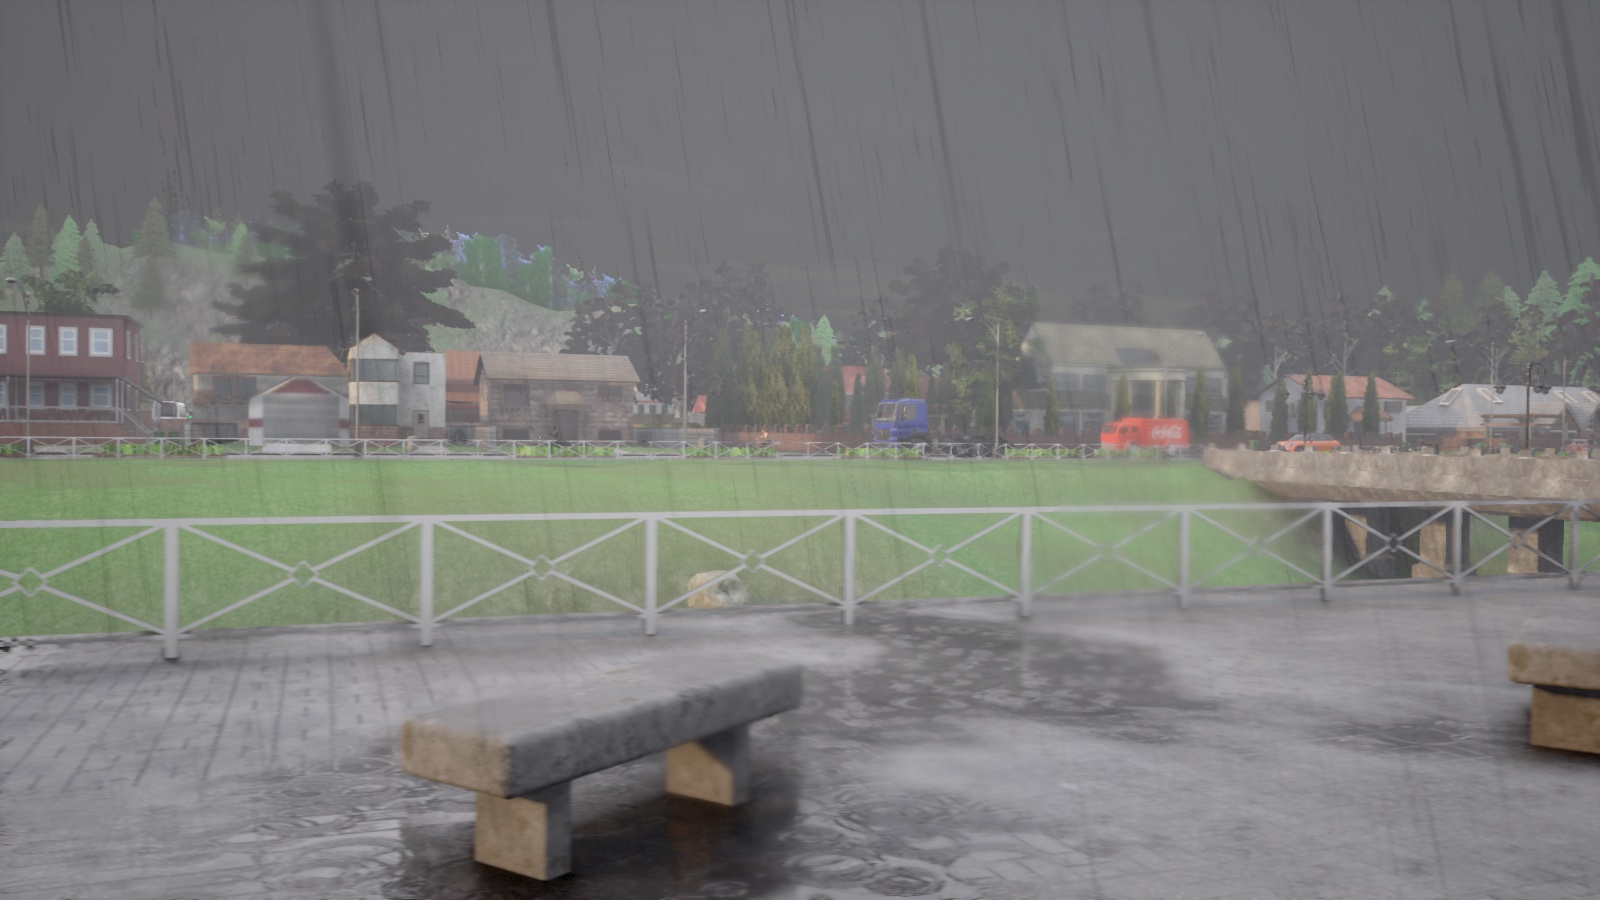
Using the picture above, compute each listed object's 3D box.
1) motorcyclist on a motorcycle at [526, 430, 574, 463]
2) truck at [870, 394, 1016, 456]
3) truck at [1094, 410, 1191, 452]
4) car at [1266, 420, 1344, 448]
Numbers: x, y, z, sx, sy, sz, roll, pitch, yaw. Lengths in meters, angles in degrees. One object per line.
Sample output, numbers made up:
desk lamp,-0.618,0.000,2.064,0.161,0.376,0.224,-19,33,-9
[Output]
motorcyclist on a motorcycle,-12.909,-0.167,64.862,2.350,1.649,0.766,-1,1,-21
truck,8.326,-1.460,72.907,7.936,3.462,2.891,-1,1,-21
truck,21.198,-1.183,77.797,5.204,2.467,2.627,-1,1,-21
car,33.115,-1.041,82.323,4.553,1.767,2.097,-1,1,-21
